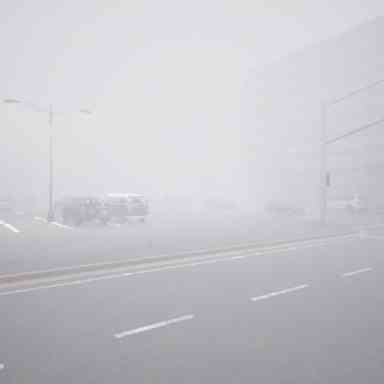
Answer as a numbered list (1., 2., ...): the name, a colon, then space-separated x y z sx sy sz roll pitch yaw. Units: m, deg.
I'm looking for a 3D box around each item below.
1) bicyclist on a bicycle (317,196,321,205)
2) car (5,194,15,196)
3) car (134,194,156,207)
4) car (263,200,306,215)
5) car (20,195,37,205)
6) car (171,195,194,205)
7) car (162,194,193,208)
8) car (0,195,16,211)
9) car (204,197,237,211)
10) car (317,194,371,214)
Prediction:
1. bicyclist on a bicycle: 16.570 1.356 42.879 1.656 1.620 0.582 0 0 -35
2. car: -29.620 1.212 53.761 1.905 1.878 3.866 0 0 -35
3. car: -8.871 1.547 66.054 2.128 1.511 4.902 0 0 -35
4. car: 9.356 1.581 34.107 1.812 1.442 4.674 0 0 -36
5. car: -27.224 1.209 55.386 1.932 1.855 4.605 0 0 -35
6. car: -1.744 1.407 62.095 2.097 1.767 4.553 0 0 -35
7. car: -2.495 1.277 50.746 2.150 2.045 5.566 0 0 -36
8. car: -21.753 1.451 37.932 1.970 1.475 3.806 0 0 -35
9. car: 3.599 1.407 42.168 2.097 1.767 4.553 0 0 -35
10. car: 16.380 1.276 36.082 2.150 2.045 5.566 0 0 -31
